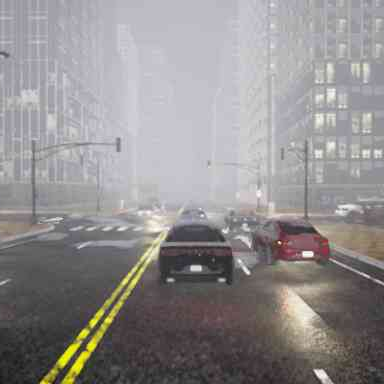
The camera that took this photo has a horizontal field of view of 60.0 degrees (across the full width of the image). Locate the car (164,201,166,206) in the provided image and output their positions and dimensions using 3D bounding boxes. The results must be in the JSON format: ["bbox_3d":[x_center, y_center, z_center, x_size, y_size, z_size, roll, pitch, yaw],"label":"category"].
[{"bbox_3d":[-6.517,2.210,67.724,1.812,1.442,4.674,0,-1,0],"label":"car"}]

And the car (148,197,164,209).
[{"bbox_3d":[-6.590,1.808,57.588,2.150,2.045,5.566,0,-1,0],"label":"car"}]

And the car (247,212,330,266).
[{"bbox_3d":[3.353,1.651,11.931,1.812,1.442,4.674,0,-1,0],"label":"car"}]

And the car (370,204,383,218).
[{"bbox_3d":[21.802,2.030,35.303,4.829,1.417,1.752,0,0,1],"label":"car"}]

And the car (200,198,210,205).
[{"bbox_3d":[3.231,2.325,79.829,2.128,1.511,4.902,0,-1,0],"label":"car"}]

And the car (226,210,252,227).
[{"bbox_3d":[3.339,1.889,23.236,1.895,1.301,4.718,0,-2,0],"label":"car"}]

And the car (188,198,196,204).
[{"bbox_3d":[-0.022,2.440,89.280,1.994,1.385,4.181,0,-1,0],"label":"car"}]

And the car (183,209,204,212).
[{"bbox_3d":[0.102,1.799,21.765,2.033,1.411,5.357,0,-2,0],"label":"car"}]

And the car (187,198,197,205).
[{"bbox_3d":[-0.019,2.291,78.842,1.837,1.490,4.892,0,-1,0],"label":"car"}]

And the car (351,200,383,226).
[{"bbox_3d":[16.195,1.816,27.017,5.009,1.841,2.192,0,0,1],"label":"car"}]

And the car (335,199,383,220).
[{"bbox_3d":[17.159,1.701,32.783,5.566,2.045,2.150,0,0,1],"label":"car"}]

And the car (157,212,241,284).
[{"bbox_3d":[0.094,1.582,9.921,1.882,1.535,5.008,0,-1,0],"label":"car"}]

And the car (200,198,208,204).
[{"bbox_3d":[3.228,2.416,89.691,1.812,1.442,4.674,0,-1,0],"label":"car"}]

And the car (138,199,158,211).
[{"bbox_3d":[-6.602,2.062,48.552,1.994,1.385,4.181,0,-1,0],"label":"car"}]
